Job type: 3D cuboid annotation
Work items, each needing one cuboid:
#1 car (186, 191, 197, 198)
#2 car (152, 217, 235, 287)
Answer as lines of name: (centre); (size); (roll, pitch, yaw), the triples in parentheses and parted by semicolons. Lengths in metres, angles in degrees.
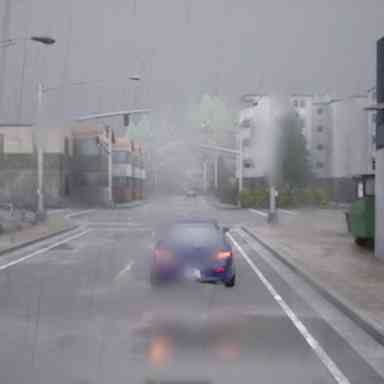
car: (-0.139, 0.464, 67.391); (1.812, 1.442, 4.674); (0, 1, 0)
car: (0.039, 1.386, 8.755); (1.812, 1.442, 4.674); (0, 1, 0)
